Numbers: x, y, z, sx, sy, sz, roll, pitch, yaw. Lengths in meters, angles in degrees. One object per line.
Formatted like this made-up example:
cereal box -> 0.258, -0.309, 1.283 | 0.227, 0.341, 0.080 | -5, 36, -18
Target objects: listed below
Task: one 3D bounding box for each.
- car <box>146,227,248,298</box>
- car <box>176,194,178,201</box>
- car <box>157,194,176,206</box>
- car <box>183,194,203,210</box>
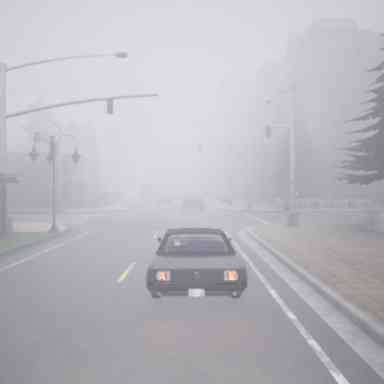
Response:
car -> 0.067, 1.512, 8.219 | 1.895, 1.301, 4.718 | 0, 1, -1
car -> -3.558, 0.946, 61.190 | 1.895, 1.301, 4.718 | 0, 1, 1
car -> -3.600, 1.041, 45.205 | 1.812, 1.442, 4.674 | 0, 1, 0
car -> 0.088, 0.966, 36.013 | 2.097, 1.767, 4.553 | 0, 1, 0
